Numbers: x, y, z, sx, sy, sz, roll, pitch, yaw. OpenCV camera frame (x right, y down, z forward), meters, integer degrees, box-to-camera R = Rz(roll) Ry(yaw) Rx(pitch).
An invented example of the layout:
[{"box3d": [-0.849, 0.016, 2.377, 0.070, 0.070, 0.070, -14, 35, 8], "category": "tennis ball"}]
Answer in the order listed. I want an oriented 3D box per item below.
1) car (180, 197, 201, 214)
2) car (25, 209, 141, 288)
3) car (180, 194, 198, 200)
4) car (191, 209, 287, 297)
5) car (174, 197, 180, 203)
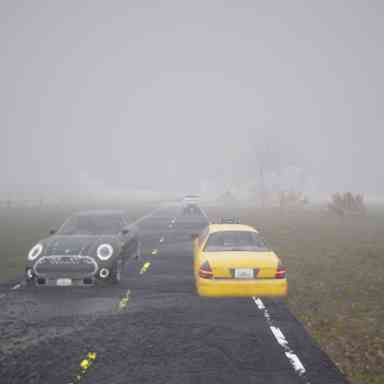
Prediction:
[{"box3d": [-0.007, 1.543, 34.887, 1.812, 1.442, 4.674, 0, 0, 0], "category": "car"}, {"box3d": [-2.772, 1.357, 9.439, 2.097, 1.767, 4.553, 0, 0, 0], "category": "car"}, {"box3d": [-0.084, 1.243, 45.213, 2.150, 2.045, 5.566, 0, 0, 0], "category": "car"}, {"box3d": [0.943, 1.460, 8.621, 1.801, 1.575, 5.366, 0, 0, 0], "category": "car"}, {"box3d": [-2.930, 1.645, 73.427, 1.895, 1.301, 4.718, 0, 0, 0], "category": "car"}]
